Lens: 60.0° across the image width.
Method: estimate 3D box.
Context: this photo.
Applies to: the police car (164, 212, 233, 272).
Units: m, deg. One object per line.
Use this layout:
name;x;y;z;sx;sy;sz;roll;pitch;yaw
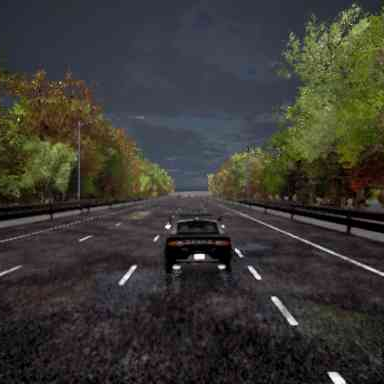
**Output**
police car;0.134;1.474;11.052;1.930;1.638;5.238;0;-1;-1
